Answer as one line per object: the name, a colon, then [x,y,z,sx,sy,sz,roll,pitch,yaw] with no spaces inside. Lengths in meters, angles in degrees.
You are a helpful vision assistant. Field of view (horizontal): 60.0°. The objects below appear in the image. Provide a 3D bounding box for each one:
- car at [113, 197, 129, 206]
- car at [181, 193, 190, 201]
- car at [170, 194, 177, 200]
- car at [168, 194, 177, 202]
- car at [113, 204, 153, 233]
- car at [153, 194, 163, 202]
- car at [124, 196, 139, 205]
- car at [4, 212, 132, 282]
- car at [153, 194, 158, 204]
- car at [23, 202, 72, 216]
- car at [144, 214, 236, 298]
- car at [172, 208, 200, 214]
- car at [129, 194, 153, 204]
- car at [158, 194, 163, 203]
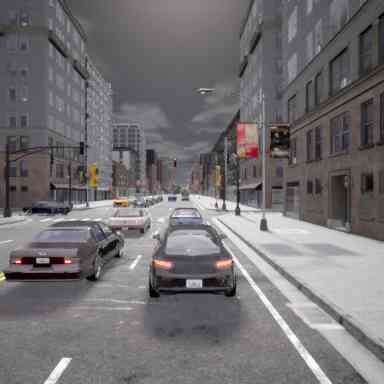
car: [-10.851,1.495,51.511,1.882,1.535,5.008,0,0,-1]
car: [-1.592,1.612,80.813,1.895,1.301,4.718,0,0,-1]
car: [-5.043,1.388,90.719,1.837,1.490,4.892,0,0,-1]
car: [-4.833,1.494,80.301,1.882,1.535,5.008,0,0,-1]
car: [-3.510,1.605,19.448,1.895,1.301,4.718,0,0,-1]
car: [-8.068,1.362,79.492,2.097,1.767,4.553,0,0,-1]
car: [-11.001,1.545,60.733,1.812,1.442,4.674,0,0,-1]
car: [-3.313,1.548,9.783,2.033,1.411,5.357,0,0,-1]
car: [-7.738,1.511,59.391,2.128,1.511,4.902,0,0,-1]
car: [-13.879,1.591,32.038,4.718,1.301,1.895,0,0,24]
car: [-0.037,1.527,8.444,1.812,1.442,4.674,0,0,-2]
car: [-0.331,1.551,18.031,2.033,1.411,5.357,0,0,-1]
car: [-7.568,1.508,50.038,2.128,1.511,4.902,0,0,-1]
car: [-7.863,1.546,69.261,2.128,1.511,4.902,0,0,-1]
